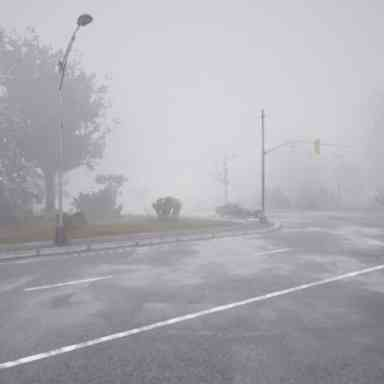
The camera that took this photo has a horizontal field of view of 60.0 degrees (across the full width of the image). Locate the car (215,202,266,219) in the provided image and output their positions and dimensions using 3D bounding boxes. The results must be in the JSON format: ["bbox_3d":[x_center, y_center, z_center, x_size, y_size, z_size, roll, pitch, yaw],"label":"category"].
[{"bbox_3d":[4.228,1.604,30.244,2.033,1.411,5.357,0,-1,-32],"label":"car"}]
